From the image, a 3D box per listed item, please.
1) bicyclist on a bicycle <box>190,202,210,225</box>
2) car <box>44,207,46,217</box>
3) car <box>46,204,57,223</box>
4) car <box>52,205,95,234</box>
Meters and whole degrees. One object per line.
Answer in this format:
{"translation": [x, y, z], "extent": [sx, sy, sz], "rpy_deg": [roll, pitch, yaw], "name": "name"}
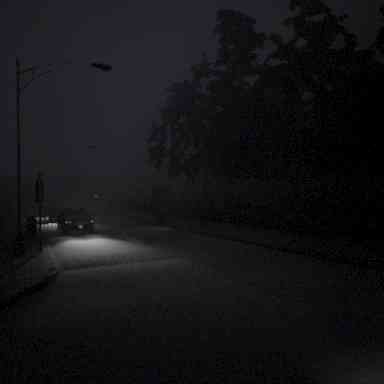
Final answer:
{"translation": [0.554, 1.561, 24.122], "extent": [1.656, 1.620, 0.582], "rpy_deg": [-1, 0, -27], "name": "bicyclist on a bicycle"}
{"translation": [-16.565, 2.176, 39.650], "extent": [1.994, 1.385, 4.181], "rpy_deg": [-1, -1, -26], "name": "car"}
{"translation": [-12.053, 2.026, 30.589], "extent": [1.994, 1.385, 4.181], "rpy_deg": [-1, -1, -26], "name": "car"}
{"translation": [-7.621, 1.807, 21.699], "extent": [2.128, 1.511, 4.902], "rpy_deg": [-1, -1, -27], "name": "car"}
